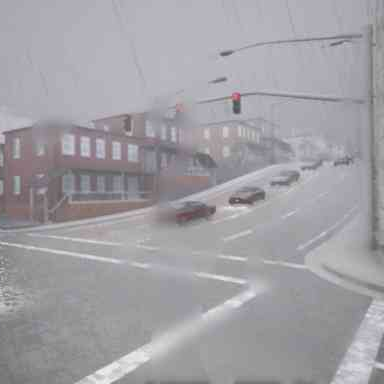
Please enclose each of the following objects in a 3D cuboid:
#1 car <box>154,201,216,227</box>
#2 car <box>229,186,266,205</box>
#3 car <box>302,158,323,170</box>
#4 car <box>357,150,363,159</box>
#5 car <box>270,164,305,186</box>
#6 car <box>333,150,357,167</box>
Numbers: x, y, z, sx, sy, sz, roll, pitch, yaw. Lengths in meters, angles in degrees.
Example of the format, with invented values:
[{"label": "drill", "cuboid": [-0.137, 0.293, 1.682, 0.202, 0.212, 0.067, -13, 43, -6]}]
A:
[{"label": "car", "cuboid": [-0.378, 1.336, 21.750, 1.895, 1.301, 4.718, -1, 4, 35]}, {"label": "car", "cuboid": [4.844, 0.227, 29.140, 1.994, 1.385, 4.181, -1, 8, 36]}, {"label": "car", "cuboid": [16.462, -3.914, 45.558, 2.033, 1.411, 5.357, -1, 12, 36]}, {"label": "car", "cuboid": [26.244, -5.904, 53.034, 2.128, 1.511, 4.902, -1, 4, 33]}, {"label": "car", "cuboid": [10.452, -1.664, 37.093, 2.033, 1.411, 5.357, -1, 12, 35]}, {"label": "car", "cuboid": [20.407, -4.352, 44.817, 1.837, 1.490, 4.892, -1, 12, 35]}]
